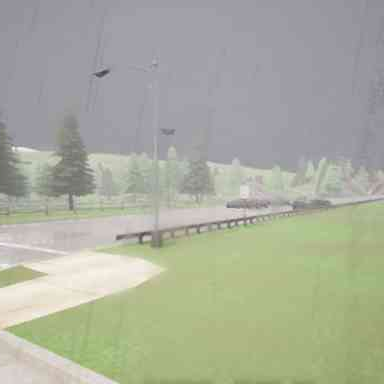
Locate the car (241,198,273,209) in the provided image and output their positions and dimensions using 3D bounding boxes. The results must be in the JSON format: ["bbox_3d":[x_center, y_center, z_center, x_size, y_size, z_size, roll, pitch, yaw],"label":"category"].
[{"bbox_3d":[9.665,1.756,49.334,2.128,1.511,4.902,-1,-1,35],"label":"car"}]

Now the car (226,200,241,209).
[{"bbox_3d":[6.966,1.873,51.567,1.994,1.385,4.181,-1,-1,35],"label":"car"}]

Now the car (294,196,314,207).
[{"bbox_3d":[19.172,1.573,56.761,2.097,1.767,4.553,-1,-1,35],"label":"car"}]

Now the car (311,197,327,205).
[{"bbox_3d":[24.662,1.749,64.617,1.812,1.442,4.674,-1,-1,35],"label":"car"}]

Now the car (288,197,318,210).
[{"bbox_3d":[14.900,1.680,44.617,1.837,1.490,4.892,-1,-1,35],"label":"car"}]

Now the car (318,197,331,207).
[{"bbox_3d":[20.754,1.682,53.084,1.837,1.490,4.892,-1,-1,35],"label":"car"}]

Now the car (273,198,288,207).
[{"bbox_3d":[15.489,1.759,57.770,2.128,1.511,4.902,-1,-1,35],"label":"car"}]

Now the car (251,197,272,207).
[{"bbox_3d":[12.619,1.789,59.773,1.882,1.535,5.008,-1,-1,35],"label":"car"}]
